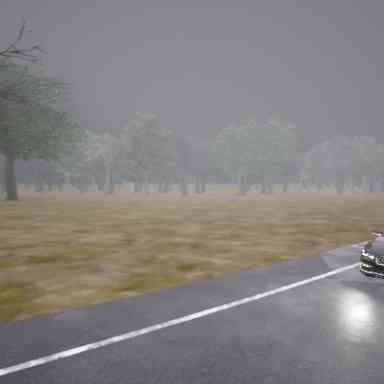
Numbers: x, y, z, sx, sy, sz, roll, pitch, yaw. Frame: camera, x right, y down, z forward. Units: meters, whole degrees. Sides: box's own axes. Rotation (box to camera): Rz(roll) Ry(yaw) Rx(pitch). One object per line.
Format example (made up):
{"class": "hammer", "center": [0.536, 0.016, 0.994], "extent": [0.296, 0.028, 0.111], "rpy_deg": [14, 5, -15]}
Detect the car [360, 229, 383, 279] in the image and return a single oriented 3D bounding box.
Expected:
{"class": "car", "center": [6.146, 1.397, 8.667], "extent": [4.892, 1.490, 1.837], "rpy_deg": [0, 2, -41]}
